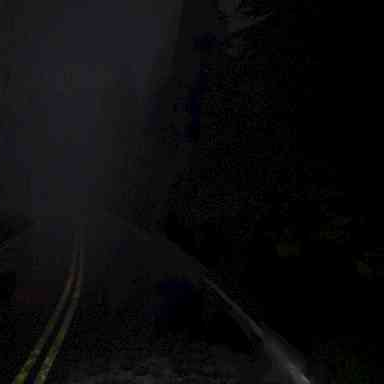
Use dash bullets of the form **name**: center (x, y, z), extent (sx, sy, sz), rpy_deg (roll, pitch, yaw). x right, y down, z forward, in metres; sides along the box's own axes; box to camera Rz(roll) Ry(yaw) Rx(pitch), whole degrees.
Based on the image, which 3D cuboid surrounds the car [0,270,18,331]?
- **car**: center (-3.807, 1.706, 4.011), extent (1.895, 1.301, 4.718), rpy_deg (-2, 0, -11)
